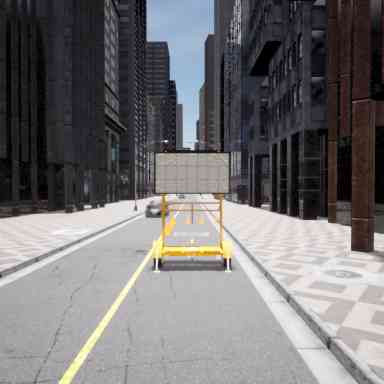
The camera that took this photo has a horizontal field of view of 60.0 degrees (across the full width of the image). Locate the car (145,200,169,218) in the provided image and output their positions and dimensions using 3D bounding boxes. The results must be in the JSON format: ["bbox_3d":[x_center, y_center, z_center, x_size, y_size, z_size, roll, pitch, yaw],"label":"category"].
[{"bbox_3d":[-3.135,1.488,30.327,2.128,1.511,4.902,0,0,0],"label":"car"}]

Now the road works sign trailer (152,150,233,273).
[{"bbox_3d":[0.009,0.462,10.671,2.380,3.560,2.880,0,0,0],"label":"road works sign trailer"}]
